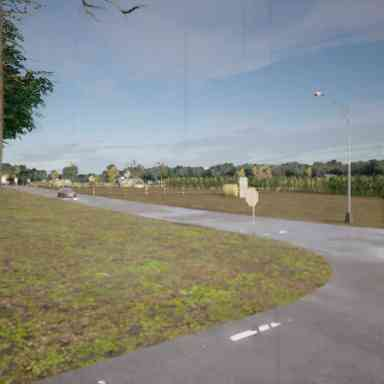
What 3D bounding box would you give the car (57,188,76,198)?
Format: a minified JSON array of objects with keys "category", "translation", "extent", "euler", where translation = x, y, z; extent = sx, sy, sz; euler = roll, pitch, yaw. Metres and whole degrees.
[{"category":"car","translation":[-18.810,0.089,49.835],"extent":[1.812,1.442,4.674],"euler":[-2,3,-36]}]
